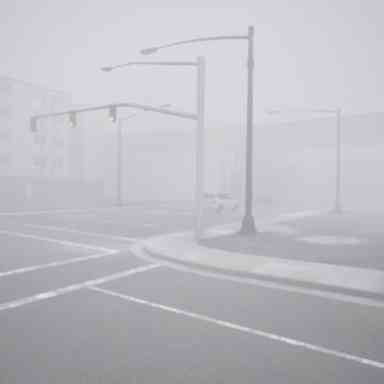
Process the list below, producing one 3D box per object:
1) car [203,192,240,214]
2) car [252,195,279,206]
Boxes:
[{"bbox_3d":[2.692,1.032,32.778,2.150,2.045,5.566,1,1,34],"label":"car"},{"bbox_3d":[10.328,1.236,47.907,5.008,1.535,1.882,0,0,-35],"label":"car"}]
